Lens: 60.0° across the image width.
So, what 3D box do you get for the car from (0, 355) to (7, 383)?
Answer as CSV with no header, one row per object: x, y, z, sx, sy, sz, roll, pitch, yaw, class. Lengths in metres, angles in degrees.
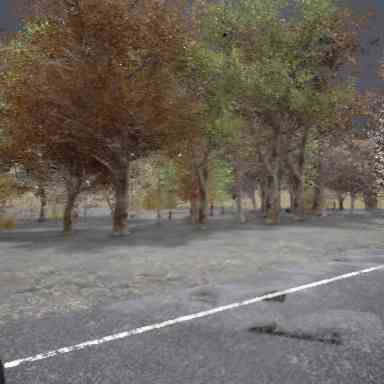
-3.590,1.487,1.431,4.902,1.511,2.128,0,0,-36,car
